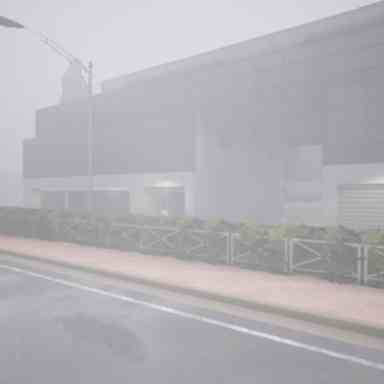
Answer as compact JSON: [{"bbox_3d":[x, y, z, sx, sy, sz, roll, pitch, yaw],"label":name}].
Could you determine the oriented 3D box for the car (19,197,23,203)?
[{"bbox_3d":[-31.700,1.216,66.692,2.150,2.045,5.566,0,0,25],"label":"car"}]
